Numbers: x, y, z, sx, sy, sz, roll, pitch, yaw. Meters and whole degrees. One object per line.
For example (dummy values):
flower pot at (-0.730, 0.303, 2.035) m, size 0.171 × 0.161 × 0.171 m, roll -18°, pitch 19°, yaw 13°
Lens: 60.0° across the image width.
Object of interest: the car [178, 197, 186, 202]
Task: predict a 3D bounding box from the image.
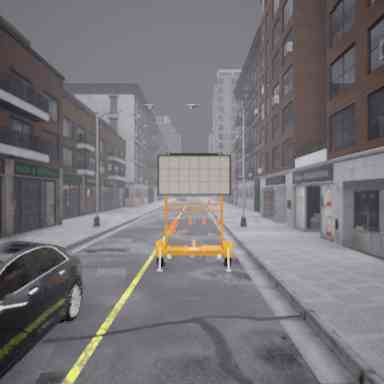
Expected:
car at (-2.432, 1.863, 83.614) m, size 2.033 × 1.411 × 5.357 m, roll 0°, pitch 0°, yaw 0°

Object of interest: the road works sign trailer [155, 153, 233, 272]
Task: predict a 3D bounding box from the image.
road works sign trailer at (0.073, 0.514, 11.017) m, size 2.380 × 3.560 × 2.880 m, roll 0°, pitch 0°, yaw 0°

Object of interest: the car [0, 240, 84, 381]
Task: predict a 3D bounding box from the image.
car at (-2.972, 1.524, 4.478) m, size 1.837 × 1.490 × 4.892 m, roll 0°, pitch 0°, yaw 0°
